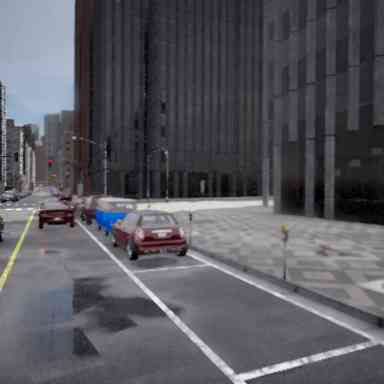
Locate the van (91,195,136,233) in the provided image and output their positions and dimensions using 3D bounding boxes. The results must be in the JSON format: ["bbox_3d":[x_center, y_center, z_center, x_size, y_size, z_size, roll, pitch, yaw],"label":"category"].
[{"bbox_3d":[-3.944,1.195,17.175,1.690,1.788,3.998,0,1,-24],"label":"van"}]

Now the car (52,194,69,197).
[{"bbox_3d":[-12.586,1.209,29.894,2.128,1.511,4.902,0,0,-24],"label":"car"}]

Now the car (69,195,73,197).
[{"bbox_3d":[-10.651,1.256,32.336,1.887,1.381,4.507,0,1,-24],"label":"car"}]

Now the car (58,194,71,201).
[{"bbox_3d":[-23.867,1.015,62.228,1.947,1.339,4.313,0,1,-24],"label":"car"}]

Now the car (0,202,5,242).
[{"bbox_3d":[-8.205,1.343,12.320,1.882,1.535,5.008,0,0,-24],"label":"car"}]

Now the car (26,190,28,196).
[{"bbox_3d":[-40.727,0.799,79.278,1.752,1.417,4.829,0,0,-24],"label":"car"}]

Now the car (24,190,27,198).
[{"bbox_3d":[-38.514,0.875,74.273,1.947,1.339,4.313,0,0,-24],"label":"car"}]

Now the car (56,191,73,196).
[{"bbox_3d":[-21.585,0.808,57.065,2.192,1.841,5.009,0,1,-24],"label":"car"}]

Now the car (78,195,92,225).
[{"bbox_3d":[-6.180,1.121,22.228,2.192,1.841,5.009,0,1,-24],"label":"car"}]

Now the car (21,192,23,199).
[{"bbox_3d":[-31.668,0.746,58.787,2.192,1.841,5.009,0,1,-24],"label":"car"}]

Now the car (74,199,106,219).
[{"bbox_3d":[-8.416,1.309,27.283,2.008,1.369,4.403,0,1,-24],"label":"car"}]

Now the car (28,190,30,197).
[{"bbox_3d":[-43.078,0.781,84.595,1.887,1.381,4.507,0,0,-24],"label":"car"}]

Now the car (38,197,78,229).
[{"bbox_3d":[-8.318,1.285,20.400,1.882,1.535,5.008,0,0,-24],"label":"car"}]

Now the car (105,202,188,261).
[{"bbox_3d":[-1.710,1.342,12.124,1.967,1.590,4.097,0,1,-24],"label":"car"}]

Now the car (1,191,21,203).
[{"bbox_3d":[-29.386,0.790,53.626,2.192,1.841,5.009,0,1,-24],"label":"car"}]
